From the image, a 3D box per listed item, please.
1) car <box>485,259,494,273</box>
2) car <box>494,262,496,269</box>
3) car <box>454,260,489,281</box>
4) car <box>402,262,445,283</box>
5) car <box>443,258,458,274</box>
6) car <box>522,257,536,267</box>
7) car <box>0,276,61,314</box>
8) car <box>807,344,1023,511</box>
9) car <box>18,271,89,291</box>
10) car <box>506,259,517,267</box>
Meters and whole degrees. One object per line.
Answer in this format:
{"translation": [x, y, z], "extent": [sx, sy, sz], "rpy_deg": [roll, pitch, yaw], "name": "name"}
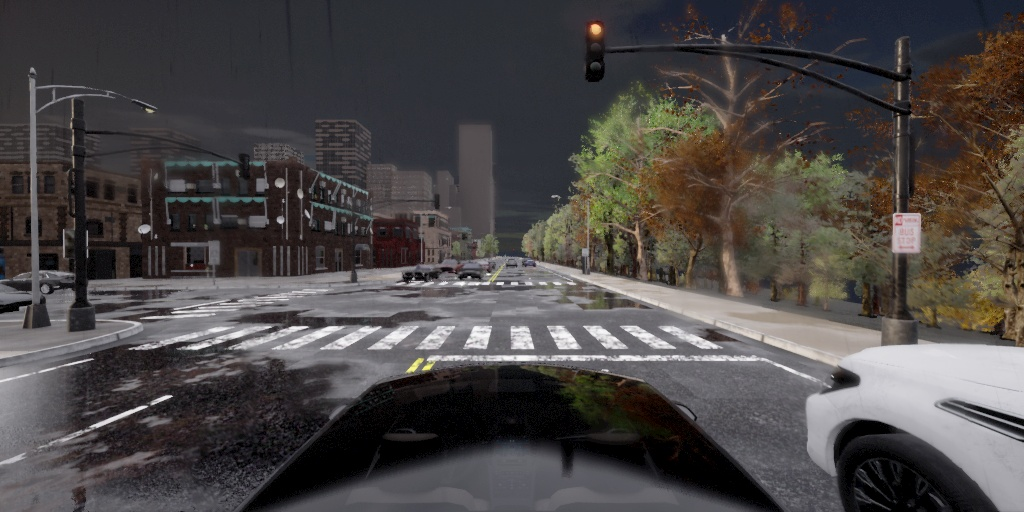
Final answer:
{"translation": [-3.419, 1.262, 42.207], "extent": [1.812, 1.442, 4.674], "rpy_deg": [0, 0, 0], "name": "car"}
{"translation": [-3.434, 1.223, 53.287], "extent": [2.128, 1.511, 4.902], "rpy_deg": [0, 0, 0], "name": "car"}
{"translation": [-3.387, 1.289, 30.727], "extent": [2.033, 1.411, 5.357], "rpy_deg": [0, 0, -1], "name": "car"}
{"translation": [-6.946, 1.343, 27.991], "extent": [1.895, 1.301, 4.718], "rpy_deg": [0, 0, 4], "name": "car"}
{"translation": [-6.664, 1.089, 38.752], "extent": [2.097, 1.767, 4.553], "rpy_deg": [0, 0, 0], "name": "car"}
{"translation": [3.227, 1.252, 64.060], "extent": [1.812, 1.442, 4.674], "rpy_deg": [0, 0, 0], "name": "car"}
{"translation": [-19.969, 1.565, 13.115], "extent": [4.313, 1.339, 1.948], "rpy_deg": [0, 0, 0], "name": "car"}
{"translation": [3.356, 0.972, 0.357], "extent": [2.150, 2.045, 5.566], "rpy_deg": [0, 0, 0], "name": "car"}
{"translation": [-28.318, 1.560, 21.612], "extent": [4.403, 1.370, 2.007], "rpy_deg": [0, 0, 0], "name": "car"}
{"translation": [-0.030, 1.290, 64.091], "extent": [1.994, 1.385, 4.181], "rpy_deg": [0, 0, 0], "name": "car"}
